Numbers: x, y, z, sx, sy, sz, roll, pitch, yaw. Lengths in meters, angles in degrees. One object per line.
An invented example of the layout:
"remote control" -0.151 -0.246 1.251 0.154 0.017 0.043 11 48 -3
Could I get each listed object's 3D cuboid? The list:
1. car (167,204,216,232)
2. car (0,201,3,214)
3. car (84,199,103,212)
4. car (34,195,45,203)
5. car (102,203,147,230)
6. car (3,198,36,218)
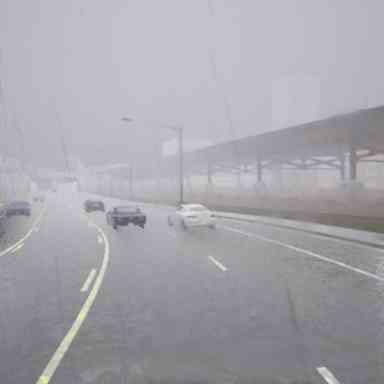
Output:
"car" -0.092 1.417 19.571 1.812 1.442 4.674 -1 1 -19
"car" -22.826 1.666 38.229 1.882 1.535 5.008 -1 0 -22
"car" -11.277 1.484 38.239 2.163 1.488 4.792 -1 0 -22
"car" -32.203 1.433 70.181 2.128 1.511 4.902 -1 1 -23
"car" -4.279 1.555 21.039 1.895 1.301 4.718 -1 0 -21
"car" -16.319 1.586 31.639 1.882 1.535 5.008 -1 0 -22
